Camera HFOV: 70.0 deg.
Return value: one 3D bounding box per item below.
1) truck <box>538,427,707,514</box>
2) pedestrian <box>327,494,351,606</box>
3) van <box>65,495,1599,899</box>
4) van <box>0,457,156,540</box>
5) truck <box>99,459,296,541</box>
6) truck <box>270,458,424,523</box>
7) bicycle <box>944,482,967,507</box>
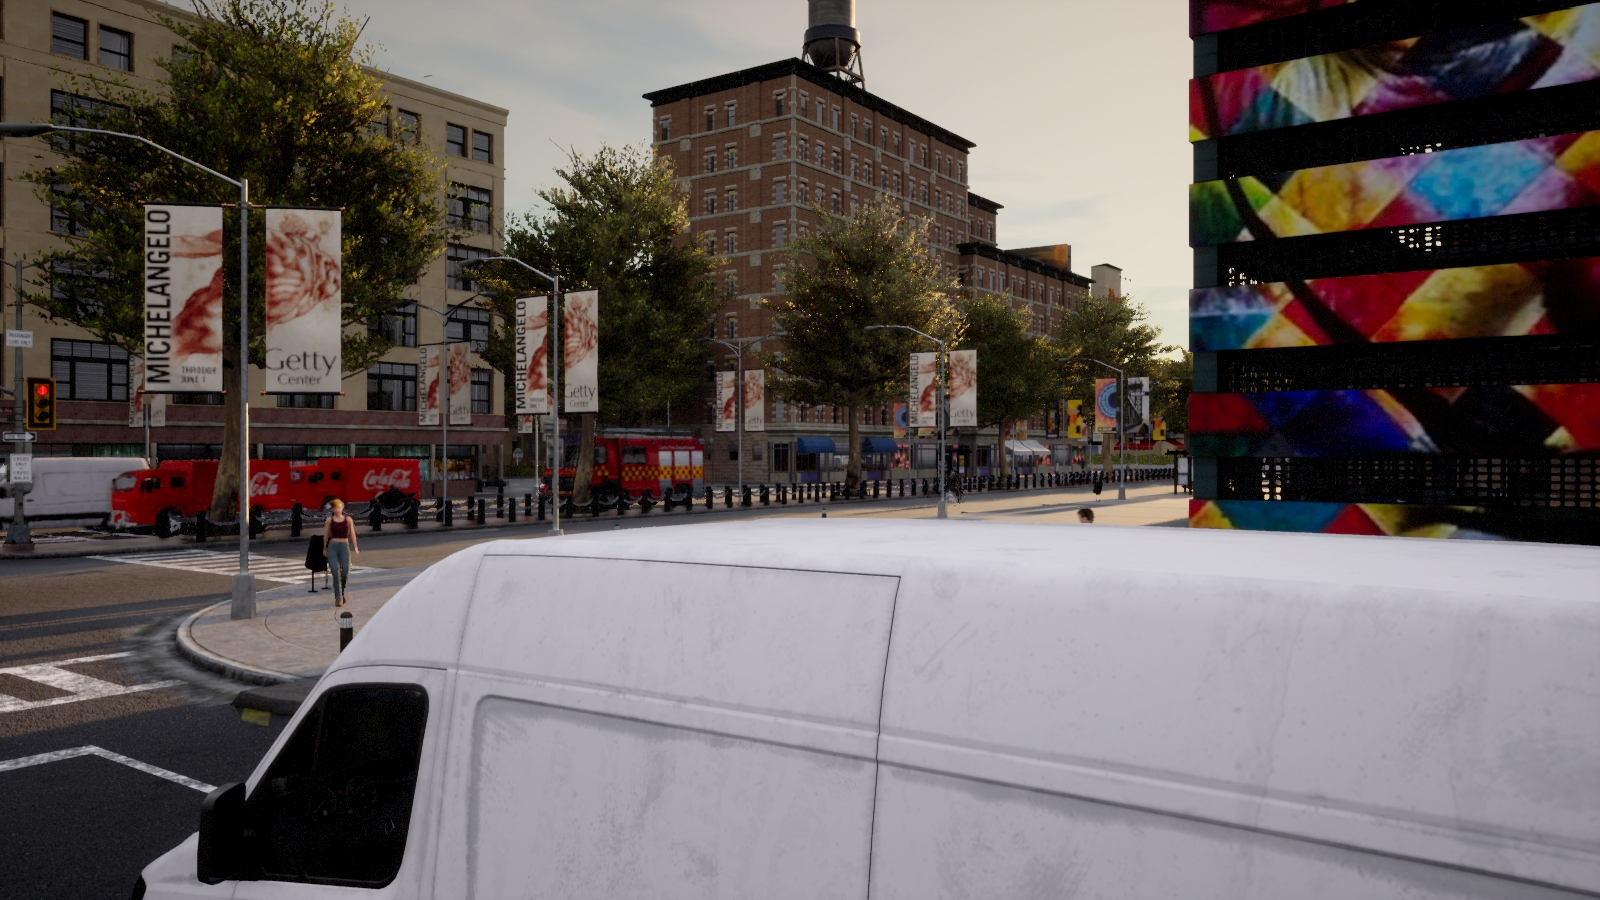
[{"bbox_3d":[-8.277,0.890,54.643,2.891,3.827,8.468,0,0,36],"label":"truck"},{"bbox_3d":[-7.843,1.696,19.432,0.375,1.860,0.375,0,0,-23],"label":"pedestrian"},{"bbox_3d":[-0.118,1.534,3.913,5.915,2.561,1.988,0,0,36],"label":"van"},{"bbox_3d":[-24.847,1.534,37.742,1.988,2.561,5.915,0,0,39],"label":"van"},{"bbox_3d":[-20.020,1.564,38.178,2.627,2.467,5.204,0,0,36],"label":"truck"},{"bbox_3d":[-18.356,1.578,46.536,2.627,2.467,5.204,0,-1,36],"label":"truck"},{"bbox_3d":[7.805,2.210,57.385,0.329,1.171,1.835,0,0,35],"label":"bicycle"}]
